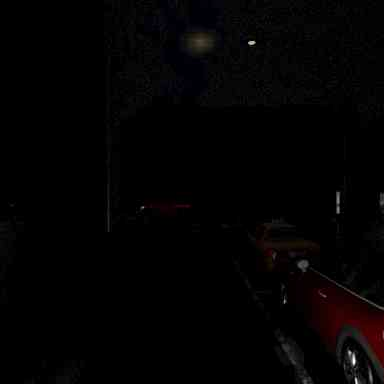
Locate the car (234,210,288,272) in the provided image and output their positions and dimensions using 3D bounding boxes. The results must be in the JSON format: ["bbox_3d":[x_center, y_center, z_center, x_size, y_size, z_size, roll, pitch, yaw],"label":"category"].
[{"bbox_3d":[2.638,1.529,10.597,1.752,1.417,4.829,0,0,0],"label":"car"}]

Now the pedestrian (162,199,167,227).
[{"bbox_3d":[-1.751,1.302,21.042,0.375,1.860,0.375,0,0,0],"label":"pedestrian"}]

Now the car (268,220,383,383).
[{"bbox_3d":[2.641,1.441,4.989,1.967,1.590,4.097,0,0,0],"label":"car"}]

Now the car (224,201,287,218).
[{"bbox_3d":[5.090,1.466,26.551,5.008,1.535,1.882,0,0,0],"label":"car"}]

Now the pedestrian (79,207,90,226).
[{"bbox_3d":[-6.439,1.134,20.202,0.375,1.860,0.375,0,0,0],"label":"pedestrian"}]

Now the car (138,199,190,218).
[{"bbox_3d":[-2.429,1.372,29.485,4.553,1.767,2.097,0,0,0],"label":"car"}]
